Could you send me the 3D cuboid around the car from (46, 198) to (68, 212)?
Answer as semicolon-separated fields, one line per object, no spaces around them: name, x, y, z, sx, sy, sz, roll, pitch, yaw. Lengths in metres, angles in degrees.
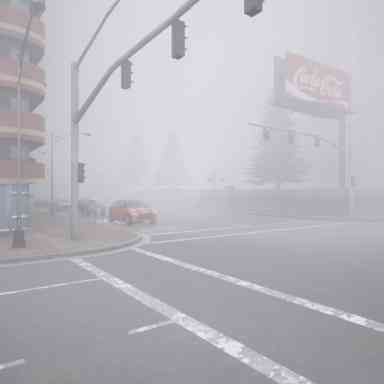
car;-15.323;1.478;39.107;1.882;1.535;5.008;0;0;-36

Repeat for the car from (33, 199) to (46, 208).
car;-21.261;1.601;47.367;1.895;1.301;4.718;0;0;-35

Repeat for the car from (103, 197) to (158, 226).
car;-4.315;1.352;23.899;2.097;1.767;4.553;0;0;-36

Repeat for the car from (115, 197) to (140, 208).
car;-9.647;1.502;49.492;1.837;1.490;4.892;0;-1;-36

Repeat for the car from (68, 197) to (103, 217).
car;-9.652;1.491;31.265;2.128;1.511;4.902;0;0;-36
